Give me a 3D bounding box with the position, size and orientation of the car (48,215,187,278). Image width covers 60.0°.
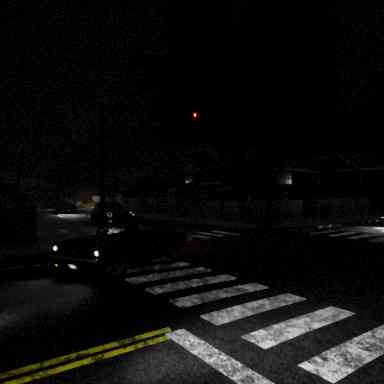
[{"bbox_3d":[-2.019,1.614,10.434,1.895,1.301,4.718,0,-1,27],"label":"car"}]

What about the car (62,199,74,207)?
[{"bbox_3d":[-23.734,2.004,63.590,1.812,1.442,4.674,0,0,-23],"label":"car"}]

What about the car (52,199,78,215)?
[{"bbox_3d":[-14.533,1.860,38.402,1.994,1.385,4.181,0,0,-30],"label":"car"}]

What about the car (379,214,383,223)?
[{"bbox_3d":[14.552,1.512,22.055,5.357,1.411,2.033,0,0,-36],"label":"car"}]

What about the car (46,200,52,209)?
[{"bbox_3d":[-22.510,2.016,53.745,2.033,1.411,5.357,0,0,-25],"label":"car"}]

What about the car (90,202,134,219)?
[{"bbox_3d":[-5.882,1.534,24.342,2.097,1.767,4.553,0,0,-33],"label":"car"}]
